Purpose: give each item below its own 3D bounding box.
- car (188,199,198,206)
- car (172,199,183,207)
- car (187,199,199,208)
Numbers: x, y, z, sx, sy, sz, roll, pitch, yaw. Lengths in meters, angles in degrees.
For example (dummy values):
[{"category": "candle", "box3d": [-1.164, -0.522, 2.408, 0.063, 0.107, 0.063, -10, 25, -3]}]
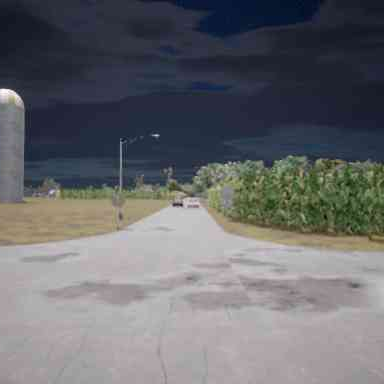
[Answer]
[{"category": "car", "box3d": [0.183, 2.100, 66.960, 2.033, 1.411, 5.357, 0, 0, 0]}, {"category": "car", "box3d": [-2.582, 1.985, 61.133, 1.882, 1.535, 5.008, 0, 0, 0]}, {"category": "car", "box3d": [0.158, 2.076, 56.984, 1.895, 1.301, 4.718, 0, 0, 0]}]
